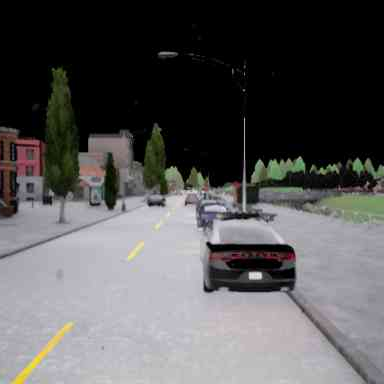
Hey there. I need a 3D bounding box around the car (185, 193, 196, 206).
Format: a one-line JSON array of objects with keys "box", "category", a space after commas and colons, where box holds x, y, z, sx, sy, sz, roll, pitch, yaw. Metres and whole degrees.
[{"box": [0.033, 1.069, 44.563, 1.994, 1.385, 4.181, 0, 1, 0], "category": "car"}]

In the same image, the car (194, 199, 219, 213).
[{"box": [1.201, 1.318, 18.655, 1.812, 1.442, 4.674, 0, 1, 0], "category": "car"}]

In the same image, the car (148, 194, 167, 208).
[{"box": [-4.093, 1.039, 39.501, 1.882, 1.535, 5.008, 0, 1, 0], "category": "car"}]

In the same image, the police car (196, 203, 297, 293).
[{"box": [1.183, 1.326, 8.768, 1.930, 1.638, 5.238, 0, 1, 0], "category": "police car"}]

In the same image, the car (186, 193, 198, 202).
[{"box": [0.004, 0.916, 56.863, 2.033, 1.411, 5.357, 0, 1, 0], "category": "car"}]

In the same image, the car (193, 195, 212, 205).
[{"box": [1.201, 1.230, 24.654, 1.837, 1.490, 4.892, 0, 1, 0], "category": "car"}]
